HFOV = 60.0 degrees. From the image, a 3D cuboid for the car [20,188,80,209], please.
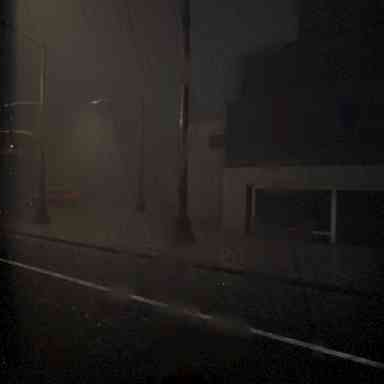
[{"bbox_3d":[-13.700,0.624,32.543,2.150,2.045,5.566,2,1,36],"label":"car"}]
